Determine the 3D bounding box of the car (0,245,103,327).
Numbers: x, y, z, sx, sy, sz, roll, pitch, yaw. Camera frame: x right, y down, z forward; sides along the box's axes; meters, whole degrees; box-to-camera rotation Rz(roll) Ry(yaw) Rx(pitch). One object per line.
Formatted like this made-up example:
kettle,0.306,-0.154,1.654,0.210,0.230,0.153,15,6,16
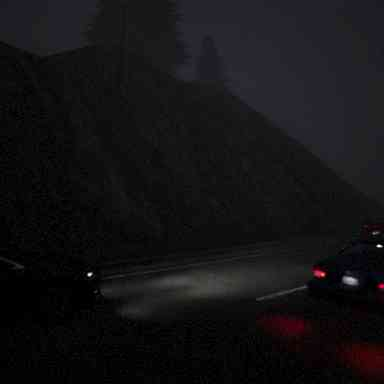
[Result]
car,-3.962,1.464,5.393,4.902,1.511,2.128,1,0,-34

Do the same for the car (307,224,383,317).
car,4.748,1.641,7.392,5.357,1.411,2.033,1,0,-38

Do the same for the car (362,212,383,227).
car,10.066,1.731,16.600,4.674,1.442,1.812,1,0,-43
